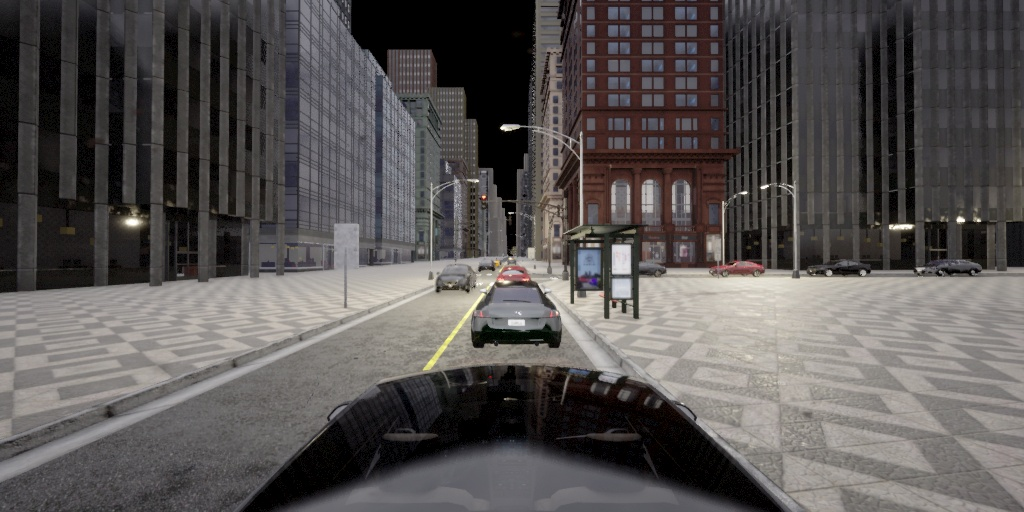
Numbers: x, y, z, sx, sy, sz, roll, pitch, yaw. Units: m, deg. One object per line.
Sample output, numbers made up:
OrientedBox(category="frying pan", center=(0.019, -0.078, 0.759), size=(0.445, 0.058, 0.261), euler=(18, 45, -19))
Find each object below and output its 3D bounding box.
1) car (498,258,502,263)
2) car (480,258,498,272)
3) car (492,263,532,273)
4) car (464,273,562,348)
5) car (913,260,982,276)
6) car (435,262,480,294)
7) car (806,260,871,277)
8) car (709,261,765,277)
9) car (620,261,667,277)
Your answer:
OrientedBox(category="car", center=(-3.103, 1.134, 59.651), size=(1.882, 1.535, 5.008), euler=(0, 0, 0))
OrientedBox(category="car", center=(-3.111, 1.171, 45.589), size=(1.882, 1.535, 5.008), euler=(0, 0, 0))
OrientedBox(category="car", center=(0.112, 1.269, 19.078), size=(1.812, 1.442, 4.674), euler=(0, 0, 1))
OrientedBox(category="car", center=(0.096, 1.314, 9.243), size=(1.994, 1.385, 4.181), euler=(0, 0, 0))
OrientedBox(category="car", center=(40.191, 1.087, 33.158), size=(4.902, 1.511, 2.128), euler=(0, -1, 1))
OrientedBox(category="car", center=(-3.106, 1.247, 20.474), size=(1.837, 1.490, 4.892), euler=(0, 0, 0))
OrientedBox(category="car", center=(30.155, 1.112, 33.194), size=(5.008, 1.535, 1.882), euler=(0, -1, 0))
OrientedBox(category="car", center=(20.797, 1.194, 33.208), size=(4.674, 1.442, 1.812), euler=(0, -1, 0))
OrientedBox(category="car", center=(11.861, 1.225, 33.210), size=(4.674, 1.442, 1.812), euler=(0, -1, -2))
